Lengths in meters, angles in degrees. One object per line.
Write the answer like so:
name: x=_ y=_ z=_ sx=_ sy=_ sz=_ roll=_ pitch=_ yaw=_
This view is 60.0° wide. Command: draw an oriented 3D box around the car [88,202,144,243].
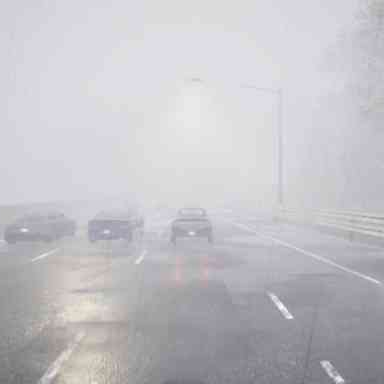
car: x=-3.504 y=1.486 z=16.100 sx=1.882 sy=1.535 sz=5.008 roll=0 pitch=0 yaw=0

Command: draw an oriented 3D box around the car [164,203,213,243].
car: x=-0.002 y=1.500 z=16.239 sx=2.128 sy=1.511 sz=4.902 roll=0 pitch=0 yaw=0

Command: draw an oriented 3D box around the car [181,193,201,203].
car: x=-0.005 y=1.373 z=41.645 sx=2.097 sy=1.767 sz=4.553 roll=0 pitch=0 yaw=0

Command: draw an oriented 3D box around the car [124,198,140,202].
car: x=-7.009 y=1.527 z=39.223 sx=1.837 sy=1.490 sz=4.892 roll=0 pitch=0 yaw=0

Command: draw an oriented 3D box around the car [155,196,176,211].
car: x=-3.508 y=1.569 z=41.598 sx=2.033 sy=1.411 sz=5.357 roll=0 pitch=0 yaw=0

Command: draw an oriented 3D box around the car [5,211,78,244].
car: x=-7.003 y=1.572 z=15.920 sx=1.994 sy=1.385 sz=4.181 roll=0 pitch=0 yaw=0
